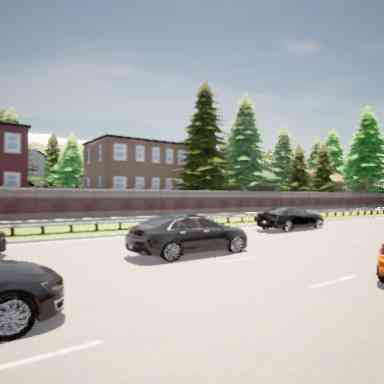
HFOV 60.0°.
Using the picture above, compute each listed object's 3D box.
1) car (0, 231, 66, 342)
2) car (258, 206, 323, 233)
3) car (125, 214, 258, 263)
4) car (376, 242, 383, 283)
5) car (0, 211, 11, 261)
[{"bbox_3d":[-4.440,1.502,4.875,4.892,1.490,1.837,1,0,-36],"label":"car"},{"bbox_3d":[6.303,1.653,21.159,5.008,1.535,1.882,1,0,-36],"label":"car"},{"bbox_3d":[-0.035,1.580,12.325,4.892,1.490,1.837,1,0,-36],"label":"car"},{"bbox_3d":[6.797,1.453,8.604,4.553,1.767,2.097,1,0,-36],"label":"car"},{"bbox_3d":[-8.653,1.479,10.469,5.008,1.535,1.882,1,0,-36],"label":"car"}]
